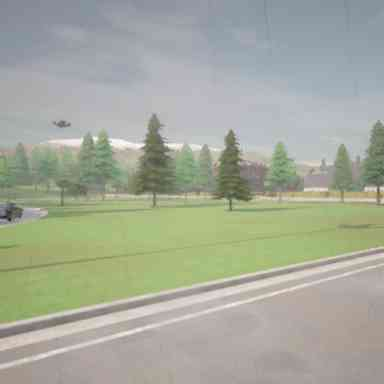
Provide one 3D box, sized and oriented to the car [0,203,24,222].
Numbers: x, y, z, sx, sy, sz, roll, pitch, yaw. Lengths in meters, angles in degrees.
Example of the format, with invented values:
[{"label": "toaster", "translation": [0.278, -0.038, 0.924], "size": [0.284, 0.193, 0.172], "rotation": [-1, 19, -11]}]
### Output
[{"label": "car", "translation": [-14.882, 1.539, 26.369], "size": [2.033, 1.411, 5.357], "rotation": [0, 0, -15]}]
